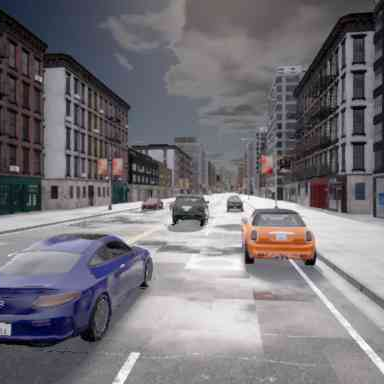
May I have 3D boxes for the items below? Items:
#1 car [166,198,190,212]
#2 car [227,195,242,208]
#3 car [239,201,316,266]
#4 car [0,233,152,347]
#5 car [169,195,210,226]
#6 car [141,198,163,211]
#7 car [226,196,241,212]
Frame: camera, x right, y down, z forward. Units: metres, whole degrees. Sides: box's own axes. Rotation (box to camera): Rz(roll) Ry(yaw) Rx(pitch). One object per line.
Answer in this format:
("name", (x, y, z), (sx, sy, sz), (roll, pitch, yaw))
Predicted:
("car", (-1.546, 1.462, 39.915), (2.128, 1.511, 4.902), (0, 0, 7))
("car", (6.247, 1.315, 49.352), (2.097, 1.767, 4.553), (0, 0, 7))
("car", (2.864, 1.345, 11.825), (2.097, 1.767, 4.553), (0, 0, 7))
("car", (-2.104, 1.523, 6.404), (1.812, 1.442, 4.674), (0, 0, 7))
("car", (-0.012, 1.207, 23.822), (2.150, 2.045, 5.566), (0, 0, 7))
("car", (-4.771, 1.448, 40.338), (1.882, 1.535, 5.008), (0, 0, 7))
("car", (5.063, 1.475, 39.081), (1.837, 1.490, 4.892), (0, 0, 7))
